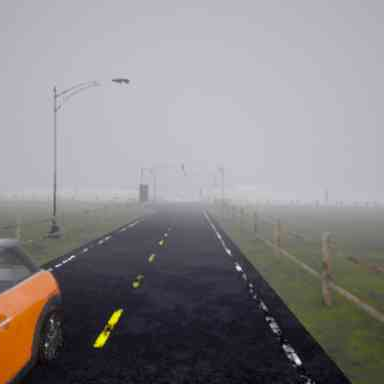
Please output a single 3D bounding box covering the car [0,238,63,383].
[{"bbox_3d":[-2.849,1.353,2.750,2.097,1.767,4.553,0,0,0],"label":"car"}]
